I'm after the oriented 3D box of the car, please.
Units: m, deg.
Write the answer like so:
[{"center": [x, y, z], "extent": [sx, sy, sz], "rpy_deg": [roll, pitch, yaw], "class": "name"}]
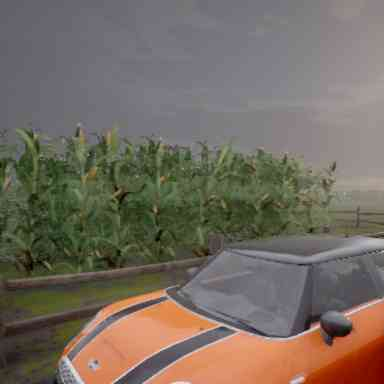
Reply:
[{"center": [0.934, 1.358, 3.698], "extent": [4.553, 1.767, 2.097], "rpy_deg": [0, 0, -35], "class": "car"}]
